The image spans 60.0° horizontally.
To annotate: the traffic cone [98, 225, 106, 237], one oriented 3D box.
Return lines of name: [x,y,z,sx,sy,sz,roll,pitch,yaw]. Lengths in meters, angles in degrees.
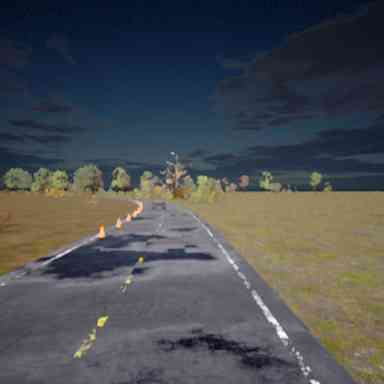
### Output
traffic cone: [-4.620,2.001,17.091,0.340,0.580,0.340,0,0,-2]

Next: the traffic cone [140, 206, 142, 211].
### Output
traffic cone: [-5.924,2.054,36.897,0.340,0.580,0.340,0,0,-6]

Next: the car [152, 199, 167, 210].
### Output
car: [-4.441,1.669,45.087,2.033,1.411,5.357,0,0,-7]

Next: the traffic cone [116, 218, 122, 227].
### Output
traffic cone: [-4.854,2.015,22.058,0.340,0.580,0.340,0,0,-3]

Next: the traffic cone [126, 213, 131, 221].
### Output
traffic cone: [-5.138,2.028,27.022,0.340,0.580,0.340,0,0,-4]
